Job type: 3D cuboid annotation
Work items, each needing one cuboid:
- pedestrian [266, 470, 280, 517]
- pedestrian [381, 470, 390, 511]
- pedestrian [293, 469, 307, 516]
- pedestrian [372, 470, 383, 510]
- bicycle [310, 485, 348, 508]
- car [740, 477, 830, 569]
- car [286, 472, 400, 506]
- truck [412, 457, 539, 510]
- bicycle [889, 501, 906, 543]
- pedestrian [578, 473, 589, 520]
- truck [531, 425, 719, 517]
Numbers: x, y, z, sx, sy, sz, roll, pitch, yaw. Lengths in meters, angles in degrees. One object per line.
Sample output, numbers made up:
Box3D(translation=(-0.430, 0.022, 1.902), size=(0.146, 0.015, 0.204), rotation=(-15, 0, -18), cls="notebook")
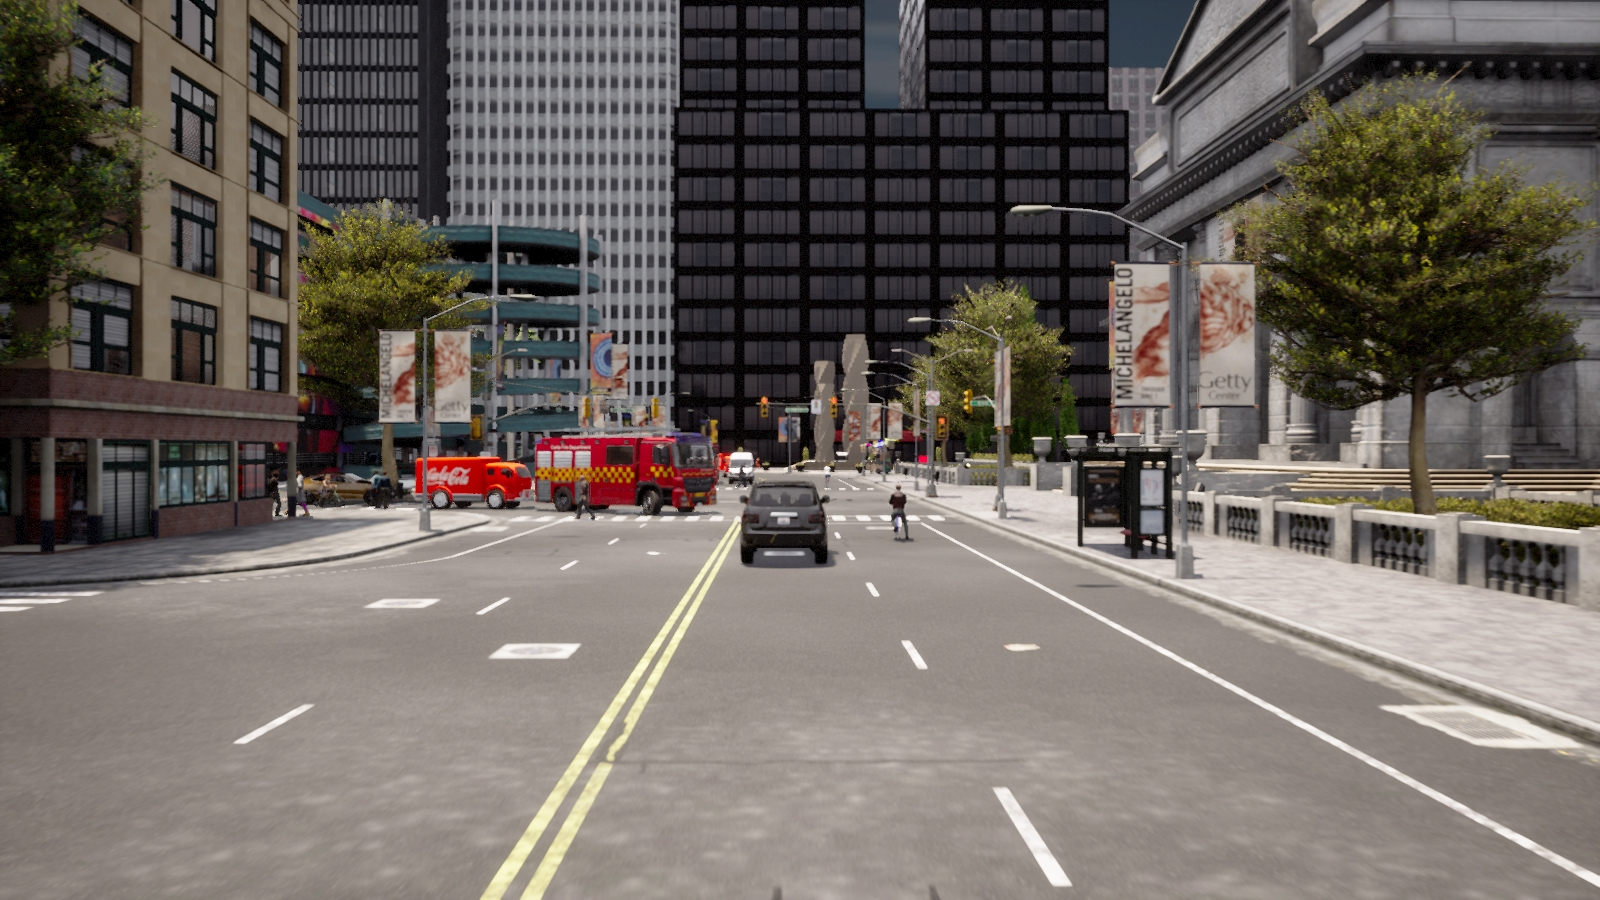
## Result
Box3D(translation=(-20.598, 1.698, 44.675), size=(0.375, 1.860, 0.375), rotation=(0, 0, -1), cls="pedestrian")
Box3D(translation=(-19.030, 1.850, 52.438), size=(0.375, 1.860, 0.375), rotation=(0, 0, -18), cls="pedestrian")
Box3D(translation=(-20.004, 1.698, 45.711), size=(0.375, 1.860, 0.375), rotation=(0, 0, -1), cls="pedestrian")
Box3D(translation=(-19.780, 1.850, 53.539), size=(0.375, 1.860, 0.375), rotation=(0, 0, -40), cls="pedestrian")
Box3D(translation=(-22.794, 2.258, 55.341), size=(1.487, 1.080, 0.859), rotation=(0, 0, 1), cls="bicycle")
Box3D(translation=(-0.375, 1.780, 29.807), size=(2.150, 2.045, 5.566), rotation=(0, 0, 0), cls="car")
Box3D(translation=(-23.491, 1.994, 58.887), size=(5.027, 1.651, 2.152), rotation=(0, 0, -1), cls="car")
Box3D(translation=(-15.529, 1.573, 54.803), size=(5.204, 2.467, 2.627), rotation=(0, 0, 11), cls="truck")
Box3D(translation=(3.005, 2.210, 35.386), size=(0.329, 1.171, 1.835), rotation=(0, 0, -1), cls="bicycle")
Box3D(translation=(-8.590, 1.847, 45.245), size=(0.375, 1.860, 0.375), rotation=(0, 0, -1), cls="pedestrian")
Box3D(translation=(-7.908, 0.892, 51.045), size=(8.468, 3.827, 2.891), rotation=(0, 0, 32), cls="truck")
